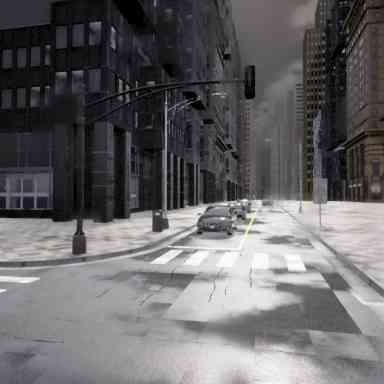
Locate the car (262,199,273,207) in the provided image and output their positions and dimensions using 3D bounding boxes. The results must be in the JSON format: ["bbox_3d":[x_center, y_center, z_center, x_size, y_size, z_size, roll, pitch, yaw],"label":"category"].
[{"bbox_3d":[13.088,1.838,57.545,1.895,1.301,4.718,0,-1,12],"label":"car"}]

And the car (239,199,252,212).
[{"bbox_3d":[5.932,1.610,38.893,2.128,1.511,4.902,0,0,13],"label":"car"}]

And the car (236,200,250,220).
[{"bbox_3d":[3.674,1.637,28.878,1.994,1.385,4.181,0,0,13],"label":"car"}]

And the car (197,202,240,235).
[{"bbox_3d":[1.527,1.545,19.155,1.837,1.490,4.892,0,0,12],"label":"car"}]
